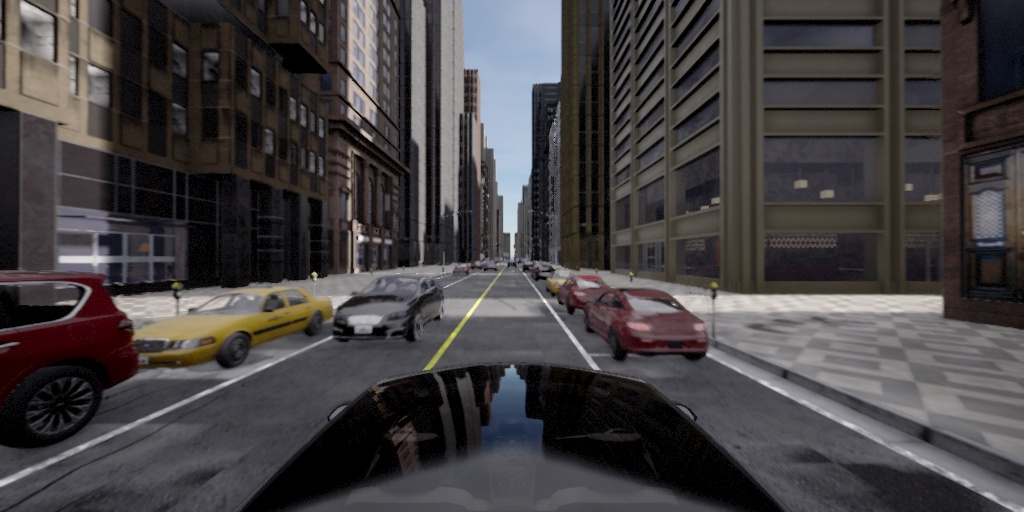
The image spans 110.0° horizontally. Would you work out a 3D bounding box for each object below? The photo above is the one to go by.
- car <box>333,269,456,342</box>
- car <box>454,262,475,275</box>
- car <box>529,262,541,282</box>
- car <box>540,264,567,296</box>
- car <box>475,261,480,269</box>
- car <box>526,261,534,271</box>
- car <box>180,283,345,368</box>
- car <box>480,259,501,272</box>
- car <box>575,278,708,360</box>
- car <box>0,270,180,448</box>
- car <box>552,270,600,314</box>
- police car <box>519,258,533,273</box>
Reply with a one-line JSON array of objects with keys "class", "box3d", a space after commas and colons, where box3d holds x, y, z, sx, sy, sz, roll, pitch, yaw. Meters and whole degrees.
[{"class": "car", "box3d": [-3.100, 1.275, 9.939, 2.128, 1.511, 4.902, 0, 0, 0]}, {"class": "car", "box3d": [-5.765, 1.508, 41.820, 1.802, 1.307, 4.207, 0, 0, 0]}, {"class": "car", "box3d": [2.761, 1.440, 30.599, 1.948, 1.339, 4.313, 0, 0, 0]}, {"class": "car", "box3d": [2.762, 1.348, 19.531, 1.751, 1.417, 4.829, 0, 0, 0]}, {"class": "car", "box3d": [-5.765, 1.550, 58.675, 1.888, 1.381, 4.507, 0, 0, 0]}, {"class": "car", "box3d": [2.761, 1.445, 36.217, 1.888, 1.381, 4.507, 0, 0, 0]}, {"class": "car", "box3d": [-5.763, 1.302, 7.941, 1.751, 1.417, 4.829, 0, 0, 0]}, {"class": "car", "box3d": [-3.071, 1.520, 51.862, 2.033, 1.411, 5.357, 0, 0, 0]}, {"class": "car", "box3d": [2.762, 1.358, 8.124, 1.802, 1.307, 4.207, 0, 0, 0]}, {"class": "car", "box3d": [-5.762, 1.068, 2.492, 2.192, 1.841, 5.009, 0, 0, 0]}, {"class": "car", "box3d": [2.762, 1.381, 13.742, 1.802, 1.307, 4.207, 0, 0, 0]}, {"class": "police car", "box3d": [2.364, 1.384, 49.009, 1.930, 1.638, 5.238, 0, 0, 0]}]
